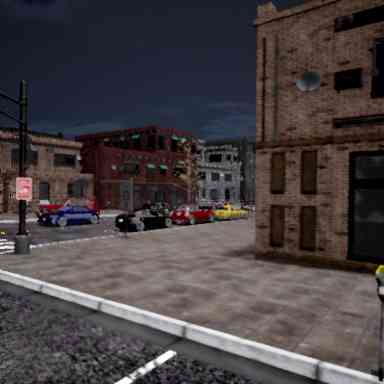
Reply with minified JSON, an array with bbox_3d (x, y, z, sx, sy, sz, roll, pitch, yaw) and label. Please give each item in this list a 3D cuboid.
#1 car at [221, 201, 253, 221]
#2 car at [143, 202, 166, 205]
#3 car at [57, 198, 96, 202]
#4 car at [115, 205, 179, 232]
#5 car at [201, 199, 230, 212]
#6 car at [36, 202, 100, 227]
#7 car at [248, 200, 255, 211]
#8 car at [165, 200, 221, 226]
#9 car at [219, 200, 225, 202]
[{"bbox_3d":[3.525,1.853,31.052,1.752,1.417,4.829,0,0,36],"label":"car"},{"bbox_3d":[-3.645,1.697,31.051,1.837,1.490,4.892,1,0,36],"label":"car"},{"bbox_3d":[-9.888,1.398,26.912,2.192,1.841,5.009,1,0,36],"label":"car"},{"bbox_3d":[-3.130,1.786,21.962,1.947,1.339,4.313,0,0,36],"label":"car"},{"bbox_3d":[3.219,1.735,44.817,1.967,1.590,4.097,1,0,36],"label":"car"},{"bbox_3d":[-8.795,1.674,24.032,1.994,1.385,4.181,1,0,36],"label":"car"},{"bbox_3d":[8.660,1.896,47.777,1.837,1.490,4.892,1,0,37],"label":"car"},{"bbox_3d":[0.149,1.714,26.438,1.967,1.590,4.097,0,0,36],"label":"car"},{"bbox_3d":[2.451,1.892,39.370,1.895,1.301,4.718,1,0,36],"label":"car"}]
